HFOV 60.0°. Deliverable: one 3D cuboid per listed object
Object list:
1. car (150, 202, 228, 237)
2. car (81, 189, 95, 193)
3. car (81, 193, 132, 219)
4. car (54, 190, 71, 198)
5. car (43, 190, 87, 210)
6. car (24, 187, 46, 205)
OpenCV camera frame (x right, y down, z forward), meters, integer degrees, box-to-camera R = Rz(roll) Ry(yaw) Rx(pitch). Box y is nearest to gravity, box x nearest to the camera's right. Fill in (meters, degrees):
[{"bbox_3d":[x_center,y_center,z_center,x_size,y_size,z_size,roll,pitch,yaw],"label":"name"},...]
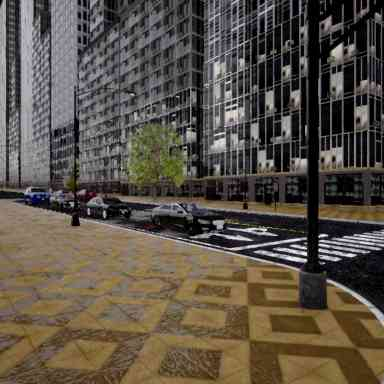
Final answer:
[{"bbox_3d":[-0.269,1.257,16.776,2.128,1.511,4.902,0,1,-38],"label":"car"},{"bbox_3d":[-17.549,0.357,54.965,2.097,1.767,4.553,0,1,-39],"label":"car"},{"bbox_3d":[-6.111,1.097,24.208,1.837,1.490,4.892,0,1,-38],"label":"car"},{"bbox_3d":[-25.299,0.299,64.874,1.812,1.442,4.674,0,1,-38],"label":"car"},{"bbox_3d":[-12.347,0.899,32.167,2.128,1.511,4.902,0,1,-38],"label":"car"},{"bbox_3d":[-18.866,0.433,40.572,2.150,2.045,5.566,0,1,-38],"label":"car"}]
